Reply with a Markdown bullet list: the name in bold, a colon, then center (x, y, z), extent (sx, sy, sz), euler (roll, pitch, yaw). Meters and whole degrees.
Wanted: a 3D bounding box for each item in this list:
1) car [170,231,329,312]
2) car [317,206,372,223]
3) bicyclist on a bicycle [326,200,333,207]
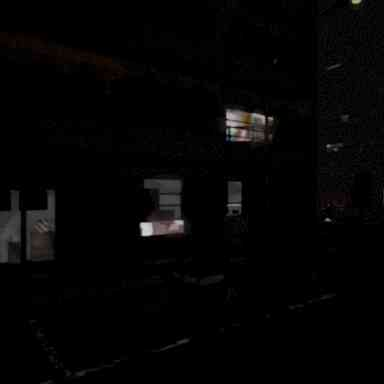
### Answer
- **car**: center (1.485, 1.594, 7.685), extent (4.206, 1.307, 1.802), euler (0, 0, -36)
- **car**: center (13.276, 1.947, 29.539), extent (1.895, 1.301, 4.718), euler (0, -1, -36)
- **bicyclist on a bicycle**: center (16.560, 1.766, 39.859), extent (1.656, 1.620, 0.582), euler (0, -1, -36)
